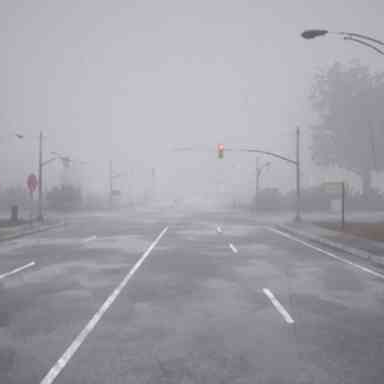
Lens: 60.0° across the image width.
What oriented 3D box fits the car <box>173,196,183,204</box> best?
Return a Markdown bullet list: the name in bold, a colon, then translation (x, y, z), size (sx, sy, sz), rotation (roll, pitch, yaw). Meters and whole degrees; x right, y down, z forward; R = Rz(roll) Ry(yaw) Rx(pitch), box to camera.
- **car**: translation (-3.477, 2.004, 82.544), size (2.150, 2.045, 5.566), rotation (0, -1, 0)
